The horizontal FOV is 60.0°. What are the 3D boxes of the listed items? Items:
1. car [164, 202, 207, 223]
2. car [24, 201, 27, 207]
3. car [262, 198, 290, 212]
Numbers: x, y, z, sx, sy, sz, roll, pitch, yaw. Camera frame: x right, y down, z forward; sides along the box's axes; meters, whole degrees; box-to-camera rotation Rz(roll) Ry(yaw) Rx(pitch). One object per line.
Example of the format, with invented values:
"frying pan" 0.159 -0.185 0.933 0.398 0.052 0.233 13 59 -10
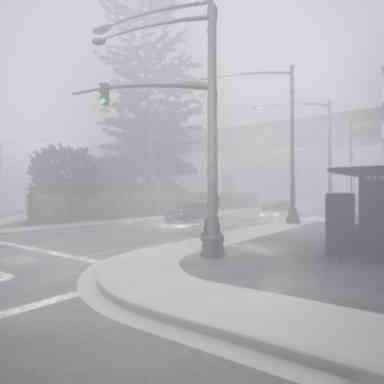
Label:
"car" -0.139 1.500 25.177 1.812 1.442 4.674 0 0 36
"car" -26.408 1.698 55.351 1.994 1.385 4.181 0 0 -10
"car" 9.876 1.459 39.032 1.882 1.535 5.008 0 0 36
